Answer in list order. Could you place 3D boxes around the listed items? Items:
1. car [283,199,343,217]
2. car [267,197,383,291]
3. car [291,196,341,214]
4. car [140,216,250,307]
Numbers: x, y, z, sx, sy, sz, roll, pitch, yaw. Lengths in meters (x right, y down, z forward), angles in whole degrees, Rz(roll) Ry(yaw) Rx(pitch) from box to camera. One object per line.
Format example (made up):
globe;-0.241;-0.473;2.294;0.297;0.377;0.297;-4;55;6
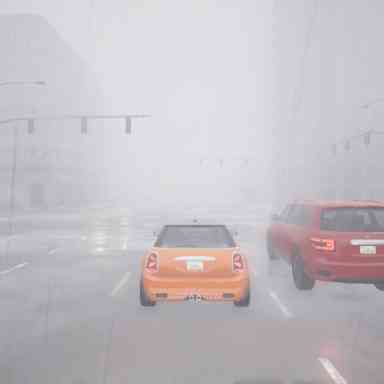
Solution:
car;11.369;1.477;31.329;5.008;1.535;1.882;0;0;-8
car;3.554;1.221;9.174;2.150;2.045;5.566;0;0;3
car;13.084;1.351;35.405;4.553;1.767;2.097;0;0;1
car;0.075;1.352;8.154;2.097;1.767;4.553;0;0;1
